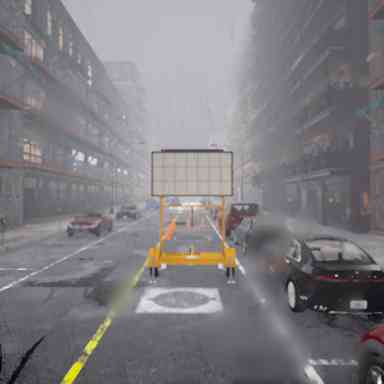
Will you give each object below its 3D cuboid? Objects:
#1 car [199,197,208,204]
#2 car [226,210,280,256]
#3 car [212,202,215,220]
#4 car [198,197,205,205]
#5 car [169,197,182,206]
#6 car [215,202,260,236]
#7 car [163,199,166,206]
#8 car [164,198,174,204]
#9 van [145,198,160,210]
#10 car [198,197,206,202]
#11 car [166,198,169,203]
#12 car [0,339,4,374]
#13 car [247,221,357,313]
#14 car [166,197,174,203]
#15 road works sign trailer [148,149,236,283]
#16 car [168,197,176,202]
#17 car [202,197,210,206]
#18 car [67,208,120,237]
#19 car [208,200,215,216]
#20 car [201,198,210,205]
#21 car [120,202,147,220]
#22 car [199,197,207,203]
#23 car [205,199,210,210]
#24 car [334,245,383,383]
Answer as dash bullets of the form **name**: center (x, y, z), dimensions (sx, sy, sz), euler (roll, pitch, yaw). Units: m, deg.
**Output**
- **car**: center (2.782, 1.977, 81.294), dimensions (1.967, 1.590, 4.097), euler (1, 0, 0)
- **car**: center (2.713, 1.647, 13.245), dimensions (2.008, 1.369, 4.403), euler (1, 0, 0)
- **car**: center (2.725, 1.701, 24.757), dimensions (1.752, 1.417, 4.829), euler (1, 0, 0)
- **car**: center (2.765, 1.874, 64.283), dimensions (1.967, 1.590, 4.097), euler (1, 0, 0)
- **car**: center (-2.943, 1.757, 59.706), dimensions (2.097, 1.767, 4.553), euler (0, 0, 0)
- **car**: center (2.722, 1.450, 18.918), dimensions (2.192, 1.841, 5.009), euler (1, 0, 0)
- **car**: center (-5.627, 1.908, 53.010), dimensions (1.887, 1.381, 4.507), euler (1, 0, 0)
- **car**: center (-5.599, 2.104, 81.367), dimensions (1.947, 1.339, 4.313), euler (1, 0, 0)
- **van**: center (-5.630, 1.668, 47.341), dimensions (1.690, 1.788, 3.998), euler (1, 0, 0)
- **car**: center (2.792, 2.155, 92.635), dimensions (2.008, 1.369, 4.403), euler (1, 0, 0)
- **car**: center (-5.622, 1.950, 58.682), dimensions (2.008, 1.369, 4.403), euler (1, 0, 0)
- **car**: center (-3.100, 1.579, 2.015), dimensions (1.994, 1.385, 4.181), euler (0, 0, 0)
- **car**: center (2.708, 1.607, 7.574), dimensions (2.008, 1.369, 4.403), euler (1, 0, 0)
- **car**: center (-5.593, 2.096, 86.868), dimensions (1.752, 1.417, 4.829), euler (1, 0, 0)
- **road works sign trailer**: center (0.008, 0.536, 9.863), dimensions (2.380, 3.560, 2.880), euler (0, 0, 0)
- **car**: center (-5.588, 2.156, 92.709), dimensions (2.008, 1.369, 4.403), euler (1, 0, 0)
- **car**: center (2.748, 1.852, 47.440), dimensions (1.752, 1.417, 4.829), euler (1, 0, 0)
- **car**: center (-5.662, 1.718, 18.982), dimensions (1.802, 1.307, 4.206), euler (1, 0, 0)
- **car**: center (2.730, 1.757, 30.258), dimensions (1.887, 1.381, 4.507), euler (1, 0, 0)
- **car**: center (2.771, 2.051, 69.954), dimensions (1.802, 1.307, 4.206), euler (1, 0, 0)
- **car**: center (-5.650, 1.779, 30.325), dimensions (1.947, 1.339, 4.313), euler (1, 0, 0)
- **car**: center (2.786, 2.116, 86.965), dimensions (1.887, 1.381, 4.507), euler (1, 0, 0)
- **car**: center (2.736, 1.795, 35.928), dimensions (1.887, 1.381, 4.507), euler (1, 0, 0)
- **car**: center (2.703, 1.455, 1.905), dimensions (1.967, 1.590, 4.097), euler (1, 0, 0)
